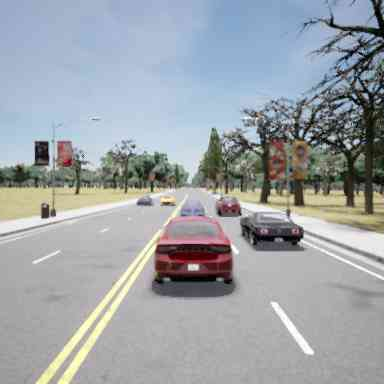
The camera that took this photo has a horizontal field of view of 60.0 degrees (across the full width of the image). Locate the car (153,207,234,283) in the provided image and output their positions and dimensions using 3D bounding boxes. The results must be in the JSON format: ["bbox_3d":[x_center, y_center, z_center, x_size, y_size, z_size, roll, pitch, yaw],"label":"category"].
[{"bbox_3d":[0.048,1.425,9.554,1.882,1.535,5.008,0,1,0],"label":"car"}]

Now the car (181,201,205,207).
[{"bbox_3d":[0.056,1.390,26.623,2.033,1.411,5.357,0,0,0],"label":"car"}]

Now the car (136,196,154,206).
[{"bbox_3d":[-6.609,1.262,47.102,1.994,1.385,4.181,0,0,0],"label":"car"}]

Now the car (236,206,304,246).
[{"bbox_3d":[3.326,1.518,14.851,1.895,1.301,4.718,0,0,0],"label":"car"}]

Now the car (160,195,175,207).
[{"bbox_3d":[-3.360,1.180,46.541,1.882,1.535,5.008,0,0,0],"label":"car"}]

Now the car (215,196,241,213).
[{"bbox_3d":[3.321,1.164,31.170,2.097,1.767,4.553,0,0,0],"label":"car"}]
